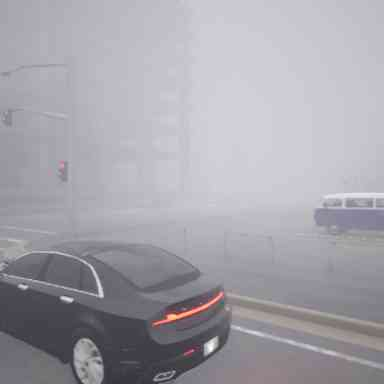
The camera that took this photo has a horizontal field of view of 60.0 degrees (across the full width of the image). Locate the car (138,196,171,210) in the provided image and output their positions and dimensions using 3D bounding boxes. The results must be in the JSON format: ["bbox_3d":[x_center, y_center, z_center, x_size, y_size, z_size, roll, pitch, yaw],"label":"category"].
[{"bbox_3d":[-4.729,1.259,42.308,2.097,1.767,4.553,0,0,35],"label":"car"}]

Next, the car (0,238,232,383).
[{"bbox_3d":[-1.750,1.499,5.207,4.892,1.490,1.837,0,0,36],"label":"car"}]

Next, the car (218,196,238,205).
[{"bbox_3d":[6.286,1.416,57.703,2.128,1.511,4.902,0,0,35],"label":"car"}]
